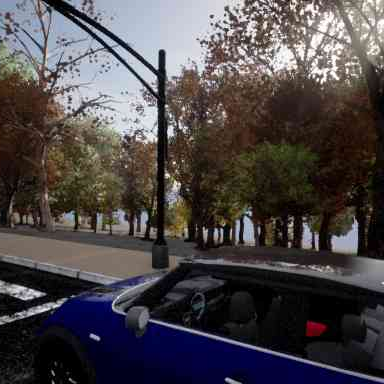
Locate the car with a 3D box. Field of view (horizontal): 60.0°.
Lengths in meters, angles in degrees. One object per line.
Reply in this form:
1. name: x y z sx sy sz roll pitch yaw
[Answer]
1. car: 0.452 1.352 3.337 4.553 1.767 2.097 0 0 34
